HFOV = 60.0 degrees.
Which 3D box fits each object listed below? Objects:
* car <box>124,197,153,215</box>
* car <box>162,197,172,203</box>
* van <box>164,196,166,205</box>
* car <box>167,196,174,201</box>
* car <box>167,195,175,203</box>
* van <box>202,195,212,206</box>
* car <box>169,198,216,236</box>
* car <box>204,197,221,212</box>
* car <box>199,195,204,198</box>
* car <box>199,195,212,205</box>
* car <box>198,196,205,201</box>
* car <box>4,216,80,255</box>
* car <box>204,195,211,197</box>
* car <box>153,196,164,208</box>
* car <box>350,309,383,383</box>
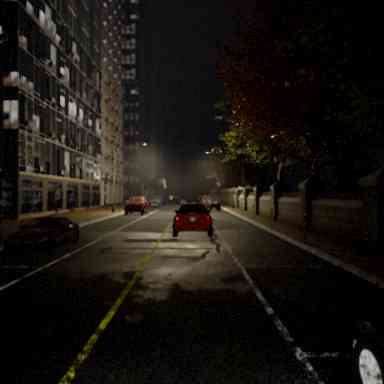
[{"bbox_3d":[-5.906,1.450,35.785,2.192,1.841,5.009,0,0,0],"label":"car"},{"bbox_3d":[-5.994,1.805,80.269,1.947,1.339,4.313,0,0,0],"label":"car"},{"bbox_3d":[-5.949,1.538,58.027,1.690,1.788,3.998,0,0,0],"label":"van"},{"bbox_3d":[-5.880,1.778,91.220,1.752,1.417,4.829,0,0,0],"label":"car"},{"bbox_3d":[-3.129,1.667,62.215,1.994,1.385,4.181,0,0,0],"label":"car"},{"bbox_3d":[2.577,1.508,57.778,1.690,1.788,3.998,0,0,0],"label":"van"},{"bbox_3d":[0.037,1.414,19.079,2.097,1.767,4.553,0,0,0],"label":"car"},{"bbox_3d":[2.608,1.673,41.098,2.008,1.369,4.403,0,0,0],"label":"car"},{"bbox_3d":[0.010,1.474,38.259,2.097,1.767,4.553,0,0,0],"label":"car"},{"bbox_3d":[2.565,1.494,63.338,2.192,1.841,5.009,0,0,0],"label":"car"},{"bbox_3d":[2.510,1.806,91.140,1.802,1.307,4.206,0,0,0],"label":"car"},{"bbox_3d":[-5.863,1.647,13.544,1.802,1.307,4.206,0,0,0],"label":"car"},{"bbox_3d":[2.587,1.593,52.219,1.967,1.590,4.097,0,0,0],"label":"car"},{"bbox_3d":[-5.939,1.734,52.465,2.008,1.369,4.403,0,0,0],"label":"car"},{"bbox_3d":[2.685,1.549,2.180,2.008,1.369,4.403,0,0,0],"label":"car"}]
